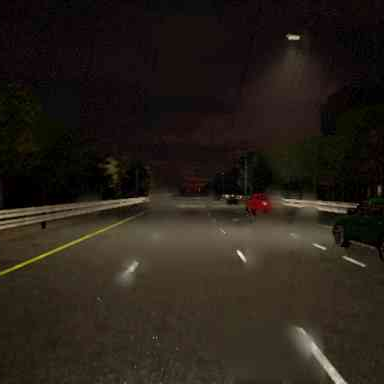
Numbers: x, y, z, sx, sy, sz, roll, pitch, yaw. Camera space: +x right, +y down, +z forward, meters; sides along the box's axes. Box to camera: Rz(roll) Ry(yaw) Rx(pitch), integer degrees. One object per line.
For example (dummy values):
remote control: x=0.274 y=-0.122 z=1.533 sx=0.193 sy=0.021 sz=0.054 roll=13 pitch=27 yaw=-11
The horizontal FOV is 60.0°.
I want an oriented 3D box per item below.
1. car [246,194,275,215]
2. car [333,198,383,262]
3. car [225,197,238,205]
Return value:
car: x=7.006 y=1.238 z=34.501 sx=2.150 sy=2.045 sz=5.566 roll=0 pitch=0 yaw=0
car: x=7.002 y=1.225 z=11.667 sx=2.150 sy=2.045 sz=5.566 roll=0 pitch=0 yaw=0
car: x=7.059 y=1.594 z=58.913 sx=1.837 sy=1.490 sz=4.892 roll=0 pitch=0 yaw=0
